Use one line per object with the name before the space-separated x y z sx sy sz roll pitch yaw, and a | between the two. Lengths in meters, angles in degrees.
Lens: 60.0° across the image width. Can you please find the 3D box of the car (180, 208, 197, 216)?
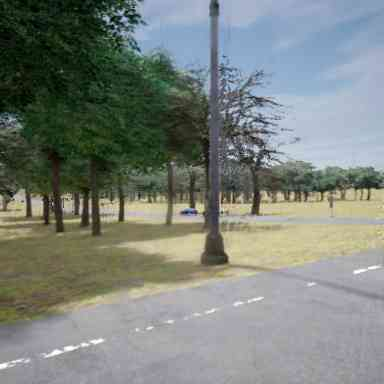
car | -0.723 4.291 72.395 1.882 1.535 5.008 -1 -1 -34

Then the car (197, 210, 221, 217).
car | 3.773 4.130 65.892 1.882 1.535 5.008 -1 -2 -34
